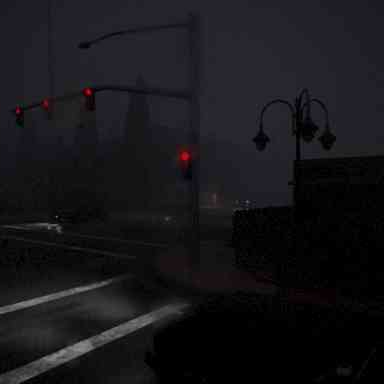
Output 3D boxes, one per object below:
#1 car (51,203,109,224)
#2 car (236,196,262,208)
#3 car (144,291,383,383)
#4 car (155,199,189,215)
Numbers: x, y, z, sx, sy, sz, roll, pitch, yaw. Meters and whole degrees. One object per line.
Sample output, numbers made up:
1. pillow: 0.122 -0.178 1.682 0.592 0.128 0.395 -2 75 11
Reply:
1. car: -8.345 1.556 25.021 1.994 1.385 4.181 0 0 37
2. car: 8.003 1.344 46.689 2.097 1.767 4.553 0 0 37
3. car: 1.818 1.601 2.764 4.718 1.301 1.895 0 0 38
4. car: -1.689 1.470 33.860 1.882 1.535 5.008 0 0 37
